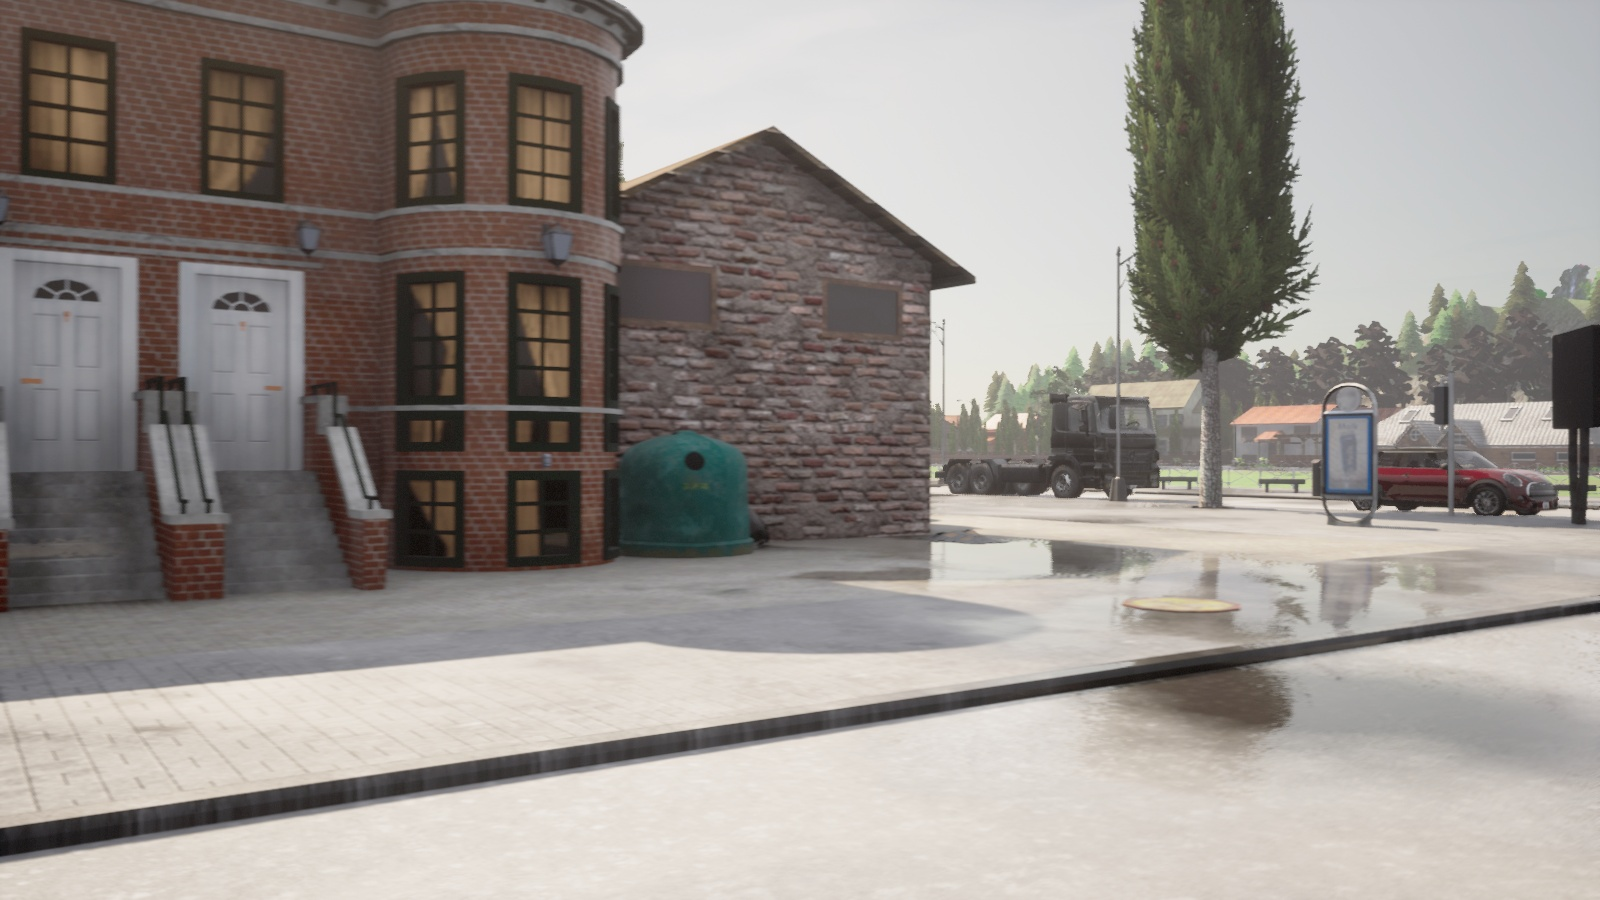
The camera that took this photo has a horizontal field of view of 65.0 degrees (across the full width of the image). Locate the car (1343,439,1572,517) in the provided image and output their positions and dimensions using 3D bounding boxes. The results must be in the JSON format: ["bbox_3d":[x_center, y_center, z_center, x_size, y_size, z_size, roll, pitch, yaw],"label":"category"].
[{"bbox_3d":[16.080,0.645,30.926,2.097,1.767,4.553,0,0,-35],"label":"car"}]

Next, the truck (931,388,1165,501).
[{"bbox_3d":[8.131,-0.150,42.336,2.891,3.462,7.936,0,0,-35],"label":"truck"}]
